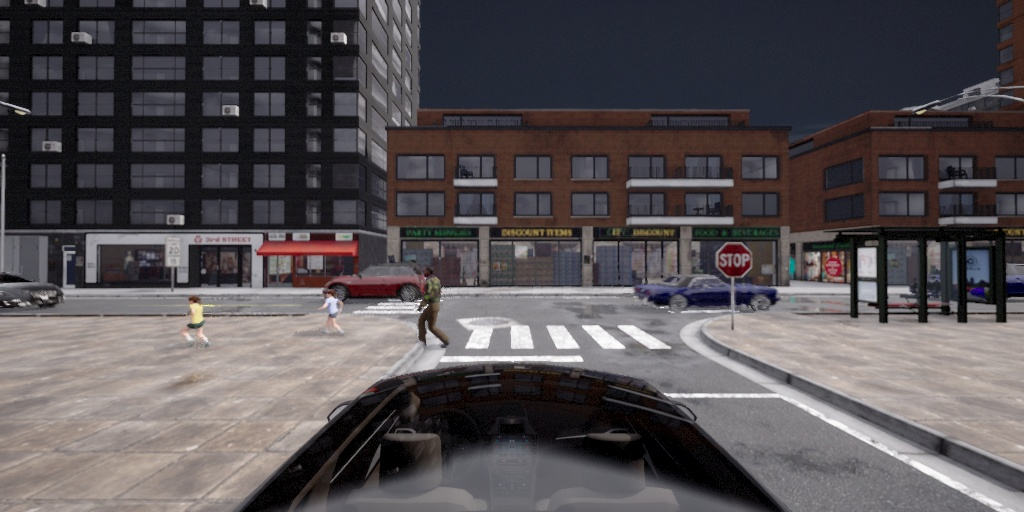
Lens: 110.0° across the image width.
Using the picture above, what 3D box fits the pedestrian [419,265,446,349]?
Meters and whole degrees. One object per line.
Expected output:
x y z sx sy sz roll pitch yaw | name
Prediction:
-1.721 1.061 7.777 0.375 1.860 0.375 0 -1 0 | pedestrian

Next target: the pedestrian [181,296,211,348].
-6.308 1.271 7.172 0.500 1.100 0.500 0 -1 0 | pedestrian

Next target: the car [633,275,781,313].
7.173 1.358 13.419 4.718 1.301 1.895 0 0 0 | car

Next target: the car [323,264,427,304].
-6.035 1.159 16.330 4.553 1.767 2.097 0 -1 0 | car

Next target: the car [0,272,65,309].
-19.796 1.306 13.326 4.892 1.490 1.837 0 -1 0 | car

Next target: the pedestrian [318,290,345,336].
-4.154 1.282 8.367 0.500 1.100 0.500 0 -1 0 | pedestrian

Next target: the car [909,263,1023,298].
21.277 1.109 16.428 4.553 1.767 2.097 0 -1 0 | car
